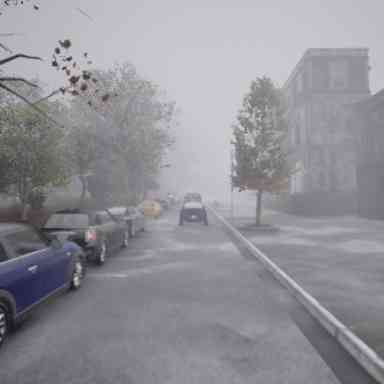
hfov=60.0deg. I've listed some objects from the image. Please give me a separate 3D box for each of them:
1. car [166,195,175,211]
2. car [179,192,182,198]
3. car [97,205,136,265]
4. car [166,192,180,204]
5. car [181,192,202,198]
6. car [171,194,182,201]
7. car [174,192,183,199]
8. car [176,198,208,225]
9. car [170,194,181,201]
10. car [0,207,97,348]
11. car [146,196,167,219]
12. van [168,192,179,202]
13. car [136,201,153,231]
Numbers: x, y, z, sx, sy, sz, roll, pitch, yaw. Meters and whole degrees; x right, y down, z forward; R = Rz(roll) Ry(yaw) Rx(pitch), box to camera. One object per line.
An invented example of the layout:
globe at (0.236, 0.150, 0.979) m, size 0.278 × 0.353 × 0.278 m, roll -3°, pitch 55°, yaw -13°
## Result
car at (-3.654, 1.392, 39.669) m, size 2.163 × 1.488 × 4.792 m, roll 0°, pitch 0°, yaw 2°
car at (-3.657, 1.012, 61.950) m, size 2.435 × 2.045 × 5.566 m, roll 0°, pitch 0°, yaw 2°
car at (-3.655, 1.332, 11.752) m, size 2.185 × 1.767 × 4.553 m, roll 0°, pitch 0°, yaw 2°
car at (-3.656, 1.289, 56.347) m, size 2.097 × 1.535 × 5.008 m, roll 0°, pitch 0°, yaw 2°
car at (0.101, 1.100, 41.154) m, size 2.150 × 2.045 × 5.566 m, roll 0°, pitch 1°, yaw 0°
car at (-3.658, 1.195, 78.628) m, size 2.097 × 1.535 × 5.008 m, roll 0°, pitch 0°, yaw 2°
car at (-3.660, 1.030, 89.742) m, size 2.185 × 1.767 × 4.553 m, roll 0°, pitch 0°, yaw 2°
car at (0.098, 1.419, 23.624) m, size 1.882 × 1.535 × 5.008 m, roll 0°, pitch 0°, yaw 0°
car at (-3.650, 1.213, 73.248) m, size 1.946 × 1.575 × 5.366 m, roll 0°, pitch 0°, yaw 2°
car at (-3.655, 1.346, 6.181) m, size 2.185 × 1.767 × 4.553 m, roll 0°, pitch 0°, yaw 2°
car at (-3.647, 1.401, 28.683) m, size 1.946 × 1.575 × 5.366 m, roll 0°, pitch 0°, yaw 2°
van at (-3.653, 1.013, 67.609) m, size 1.878 × 1.987 × 4.442 m, roll 0°, pitch 0°, yaw 2°
car at (-3.654, 1.442, 17.349) m, size 2.231 × 1.521 × 4.892 m, roll 0°, pitch 0°, yaw 2°
